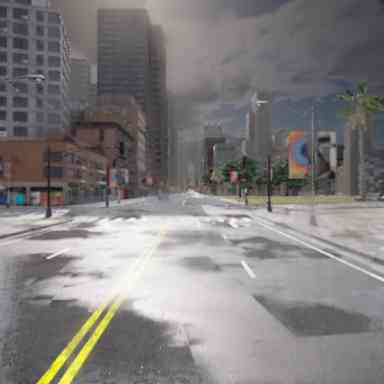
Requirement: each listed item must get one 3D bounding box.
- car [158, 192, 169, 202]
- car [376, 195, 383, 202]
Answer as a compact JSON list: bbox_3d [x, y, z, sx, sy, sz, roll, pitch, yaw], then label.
[{"bbox_3d":[-6.574,1.134,76.972,2.150,2.045,5.566,0,0,0],"label":"car"},{"bbox_3d":[35.946,1.161,60.857,4.674,1.442,1.812,-1,0,-24],"label":"car"}]
